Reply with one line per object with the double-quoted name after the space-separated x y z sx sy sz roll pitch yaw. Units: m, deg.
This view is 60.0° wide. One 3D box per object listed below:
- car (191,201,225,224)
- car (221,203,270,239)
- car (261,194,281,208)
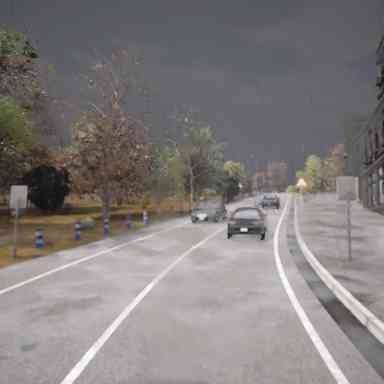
1.329 1.435 24.559 2.128 1.511 4.902 -1 1 17 "car"
2.947 1.526 17.393 1.812 1.442 4.674 -1 0 15 "car"
8.953 1.019 37.645 2.128 1.511 4.902 -1 1 17 "car"
